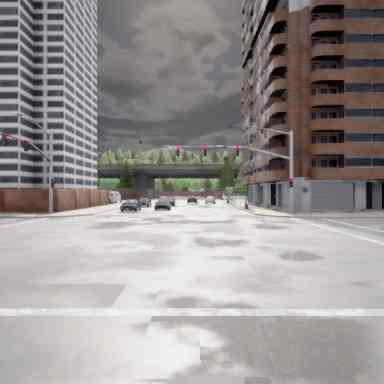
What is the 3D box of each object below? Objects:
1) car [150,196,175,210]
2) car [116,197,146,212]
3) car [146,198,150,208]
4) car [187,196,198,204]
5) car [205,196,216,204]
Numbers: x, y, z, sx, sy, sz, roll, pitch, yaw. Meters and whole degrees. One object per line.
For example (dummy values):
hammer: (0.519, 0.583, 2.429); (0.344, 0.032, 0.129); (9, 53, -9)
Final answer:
car: (-3.628, 1.547, 42.242); (2.033, 1.411, 5.357); (0, 0, 0)
car: (-7.127, 1.547, 39.369); (2.033, 1.411, 5.357); (0, 0, 0)
car: (-7.124, 1.547, 49.722); (2.033, 1.411, 5.357); (0, 0, 0)
car: (0.056, 1.505, 63.229); (1.837, 1.490, 4.892); (0, 0, 0)
car: (3.455, 1.525, 63.109); (1.812, 1.442, 4.674); (0, 0, 0)
